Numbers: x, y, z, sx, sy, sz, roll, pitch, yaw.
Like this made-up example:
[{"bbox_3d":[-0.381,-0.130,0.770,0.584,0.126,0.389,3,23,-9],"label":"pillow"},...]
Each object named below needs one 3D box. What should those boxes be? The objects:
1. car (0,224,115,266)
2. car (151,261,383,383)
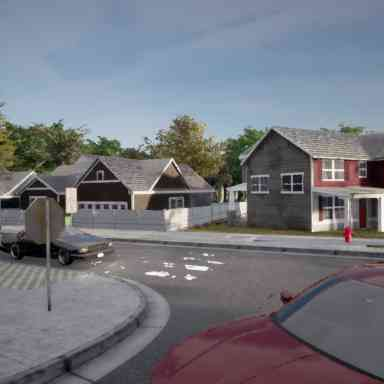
[{"bbox_3d":[-5.803,2.086,13.991,5.357,1.411,2.033,-2,0,30],"label":"car"},{"bbox_3d":[2.055,1.481,3.098,5.008,1.535,1.882,0,0,-26],"label":"car"}]
